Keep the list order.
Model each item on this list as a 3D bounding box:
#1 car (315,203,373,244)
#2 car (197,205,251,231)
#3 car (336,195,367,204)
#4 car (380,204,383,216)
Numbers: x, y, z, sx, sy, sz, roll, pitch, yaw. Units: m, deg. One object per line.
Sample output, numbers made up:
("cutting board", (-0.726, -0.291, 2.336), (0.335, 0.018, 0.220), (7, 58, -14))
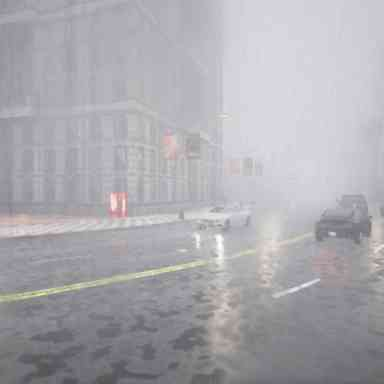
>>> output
("car", (7.326, 1.509, 15.944), (1.837, 1.490, 4.892), (0, 0, 36))
("car", (2.147, 1.545, 20.750), (1.812, 1.442, 4.674), (0, 0, 34))
("car", (14.238, 1.243, 29.760), (2.150, 2.045, 5.566), (0, 0, 20))
("car", (17.517, 1.483, 28.535), (2.128, 1.511, 4.902), (0, 0, 20))
